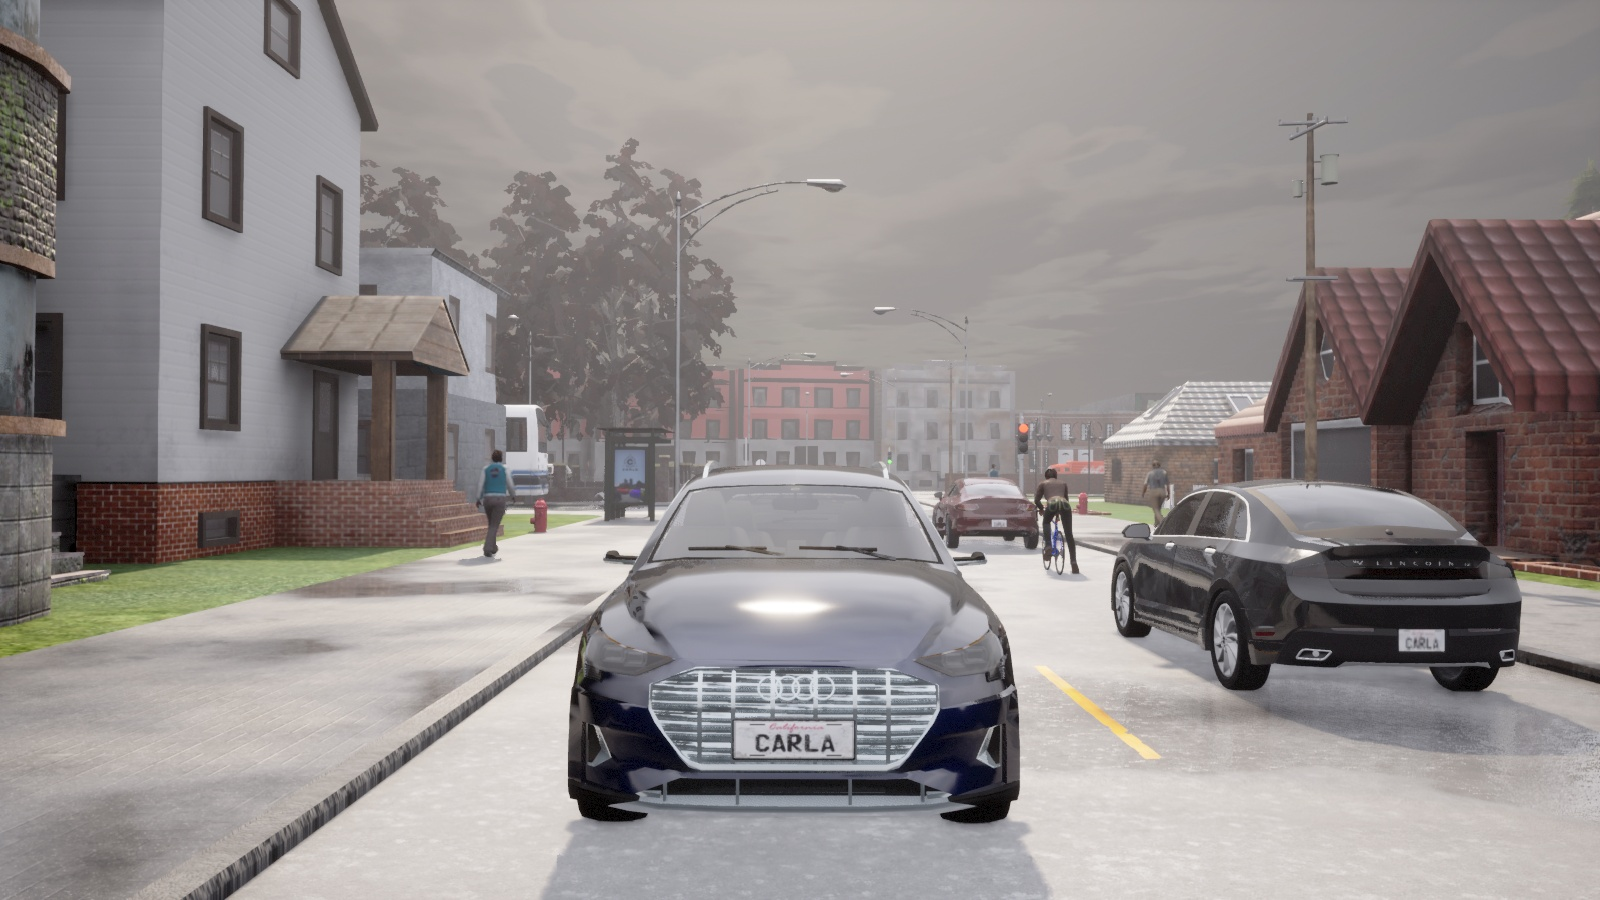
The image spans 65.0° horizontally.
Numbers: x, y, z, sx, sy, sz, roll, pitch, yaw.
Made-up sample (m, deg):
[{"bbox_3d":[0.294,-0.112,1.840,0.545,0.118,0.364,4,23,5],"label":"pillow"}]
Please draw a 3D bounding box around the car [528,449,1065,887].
[{"bbox_3d":[-0.020,0.865,7.198,2.033,1.649,4.856,0,-1,0],"label":"car"}]

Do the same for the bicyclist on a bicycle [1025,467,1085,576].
[{"bbox_3d":[3.948,1.079,19.545,0.582,1.620,1.656,0,-1,0],"label":"bicyclist on a bicycle"}]

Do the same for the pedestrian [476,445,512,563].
[{"bbox_3d":[-5.098,0.896,20.945,0.396,1.930,0.692,0,-1,4],"label":"pedestrian"}]

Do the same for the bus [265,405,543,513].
[{"bbox_3d":[-16.065,0.369,51.740,10.273,4.253,3.944,0,-1,-4],"label":"bus"}]

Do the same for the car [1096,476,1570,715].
[{"bbox_3d":[3.973,0.979,10.446,1.837,1.490,4.892,0,-1,0],"label":"car"}]

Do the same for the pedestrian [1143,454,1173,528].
[{"bbox_3d":[9.042,1.019,31.721,0.540,1.848,0.694,0,-1,0],"label":"pedestrian"}]

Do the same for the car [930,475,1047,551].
[{"bbox_3d":[3.920,1.274,26.825,1.812,1.442,4.674,0,-1,1],"label":"car"}]
